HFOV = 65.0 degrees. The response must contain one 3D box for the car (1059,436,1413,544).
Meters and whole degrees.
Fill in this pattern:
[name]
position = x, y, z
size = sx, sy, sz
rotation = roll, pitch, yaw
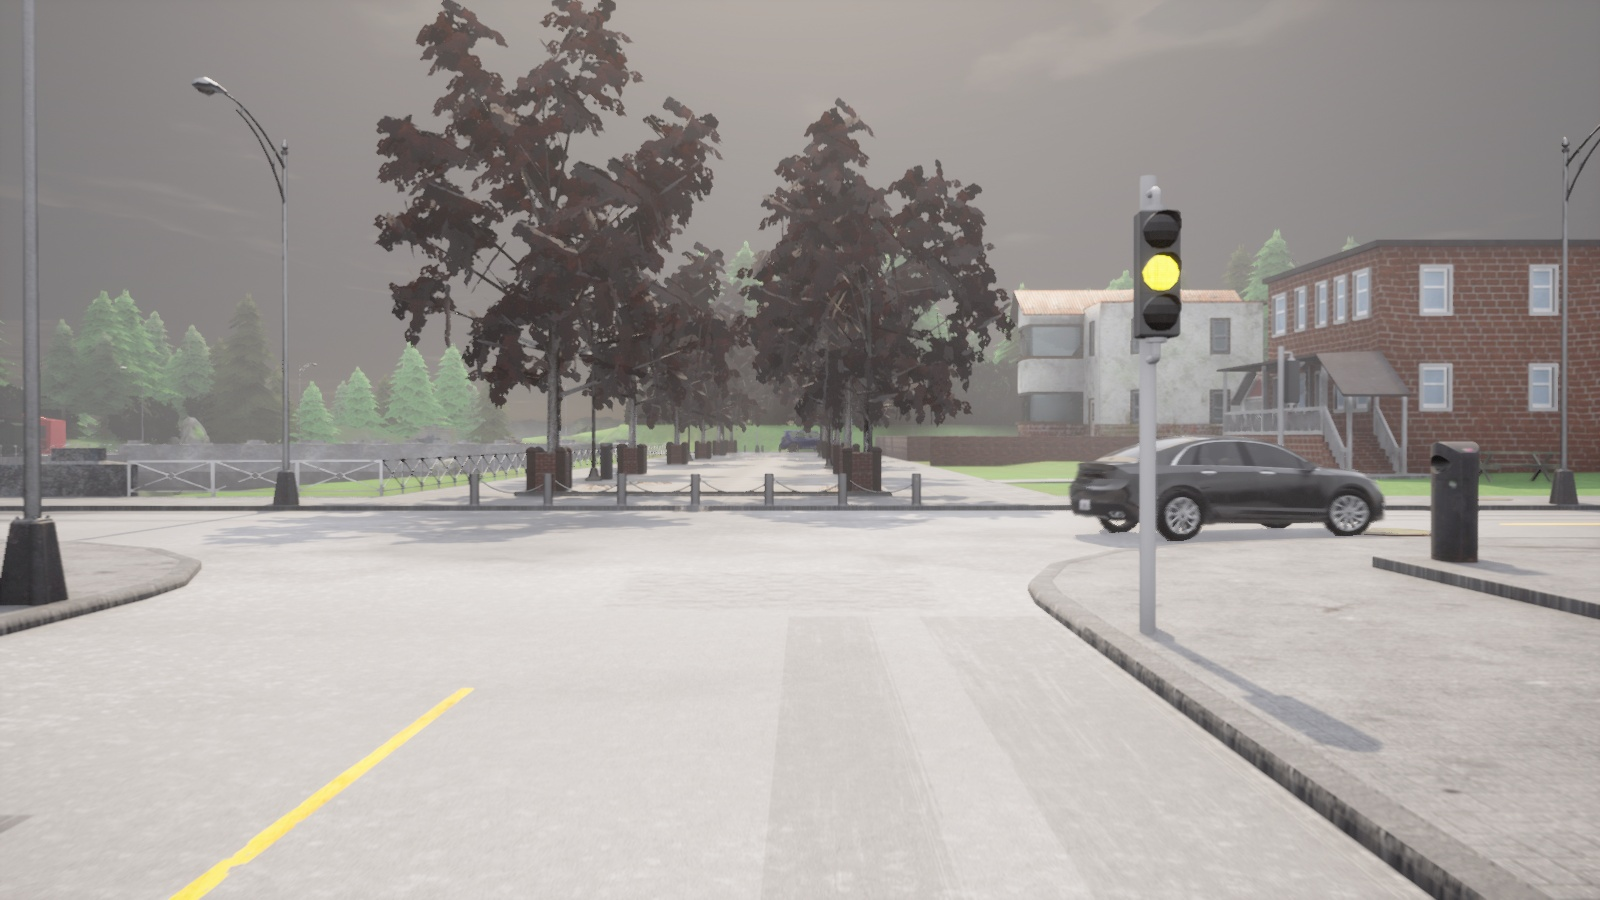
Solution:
[car]
position = 6.557, 0.551, 18.962
size = 4.892, 1.490, 1.837
rotation = 0, 0, -16
